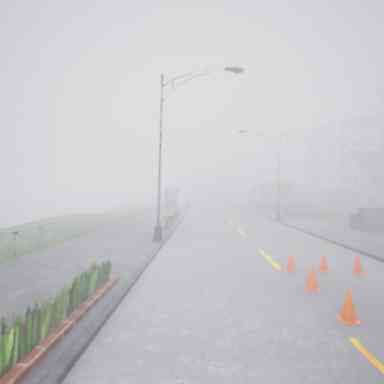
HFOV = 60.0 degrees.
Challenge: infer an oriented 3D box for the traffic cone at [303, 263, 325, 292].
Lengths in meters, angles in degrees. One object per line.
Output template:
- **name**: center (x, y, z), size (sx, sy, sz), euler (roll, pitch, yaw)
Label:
- **traffic cone**: center (2.925, 2.074, 8.079), size (0.340, 0.580, 0.340), euler (2, 0, 2)

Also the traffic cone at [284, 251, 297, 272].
- **traffic cone**: center (2.986, 2.085, 10.078), size (0.340, 0.580, 0.340), euler (2, 0, 2)

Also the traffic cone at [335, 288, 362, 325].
- **traffic cone**: center (2.863, 2.063, 6.080), size (0.340, 0.580, 0.340), euler (2, 0, 2)

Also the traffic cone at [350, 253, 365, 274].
- **traffic cone**: center (4.985, 2.139, 10.016), size (0.340, 0.580, 0.340), euler (2, 0, 2)

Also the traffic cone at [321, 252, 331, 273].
- **traffic cone**: center (3.986, 2.112, 10.047), size (0.340, 0.580, 0.340), euler (2, 0, 2)
